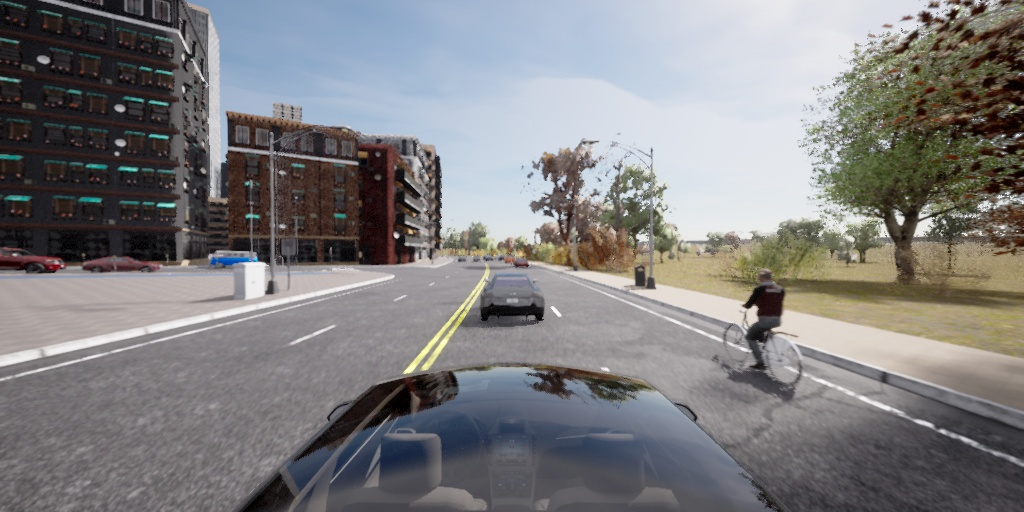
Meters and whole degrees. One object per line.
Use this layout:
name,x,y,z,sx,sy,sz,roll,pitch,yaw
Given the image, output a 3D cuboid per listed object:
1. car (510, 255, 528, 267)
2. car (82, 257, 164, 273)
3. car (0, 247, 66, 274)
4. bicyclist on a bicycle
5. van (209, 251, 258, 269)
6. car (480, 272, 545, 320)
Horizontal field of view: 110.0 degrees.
car,1.300,0.926,53.813,1.994,1.385,4.181,0,0,-4
car,-29.163,0.695,27.003,4.207,1.307,1.802,0,0,-32
car,-33.956,0.366,24.045,5.009,1.841,2.192,0,0,-32
bicyclist on a bicycle,4.108,1.089,6.022,0.659,1.776,1.843,0,1,0
van,-28.684,0.403,37.147,3.998,1.789,1.690,0,0,-32
car,-0.018,1.239,12.308,1.994,1.385,4.181,0,0,-1
